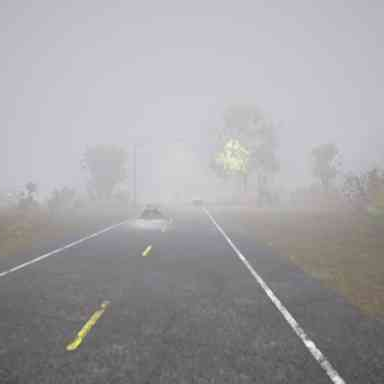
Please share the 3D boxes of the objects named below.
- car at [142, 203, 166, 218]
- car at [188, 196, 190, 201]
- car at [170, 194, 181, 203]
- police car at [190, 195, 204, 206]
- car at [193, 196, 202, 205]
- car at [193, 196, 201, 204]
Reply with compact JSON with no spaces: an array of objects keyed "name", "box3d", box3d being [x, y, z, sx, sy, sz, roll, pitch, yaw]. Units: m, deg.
[{"name":"car","box3d":[-3.595,1.700,31.681,1.895,1.301,4.718,0,0,0]},{"name":"car","box3d":[0.003,1.677,92.095,1.812,1.442,4.674,0,0,0]},{"name":"car","box3d":[-3.498,1.433,72.839,2.150,2.045,5.566,0,0,0]},{"name":"police car","box3d":[1.052,1.599,57.178,1.930,1.638,5.238,0,0,0]},{"name":"car","box3d":[1.052,1.679,67.069,1.882,1.535,5.008,0,0,0]},{"name":"car","box3d":[1.051,1.673,73.261,1.801,1.575,5.366,0,0,0]}]
